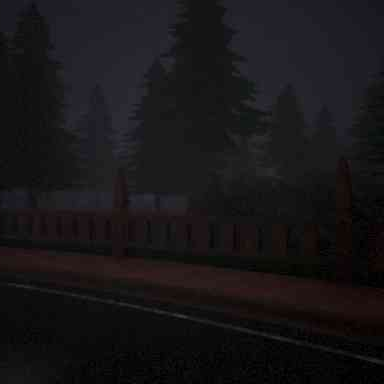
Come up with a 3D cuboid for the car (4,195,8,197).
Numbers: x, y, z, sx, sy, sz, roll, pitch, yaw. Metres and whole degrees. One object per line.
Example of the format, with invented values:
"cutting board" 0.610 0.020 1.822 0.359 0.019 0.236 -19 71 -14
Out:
"car" -35.196 0.785 60.354 2.150 2.045 5.566 0 0 8
